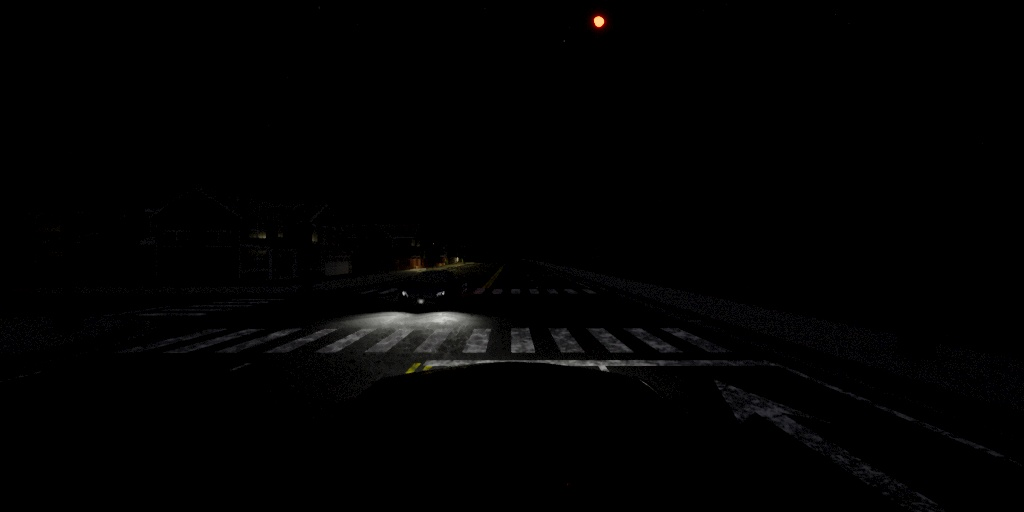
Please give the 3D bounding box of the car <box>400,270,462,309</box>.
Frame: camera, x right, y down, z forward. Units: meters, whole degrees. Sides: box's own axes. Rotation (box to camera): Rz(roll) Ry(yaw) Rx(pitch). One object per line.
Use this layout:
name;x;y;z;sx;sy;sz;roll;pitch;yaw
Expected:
car;-3.251;1.334;15.116;1.812;1.442;4.674;0;0;0
